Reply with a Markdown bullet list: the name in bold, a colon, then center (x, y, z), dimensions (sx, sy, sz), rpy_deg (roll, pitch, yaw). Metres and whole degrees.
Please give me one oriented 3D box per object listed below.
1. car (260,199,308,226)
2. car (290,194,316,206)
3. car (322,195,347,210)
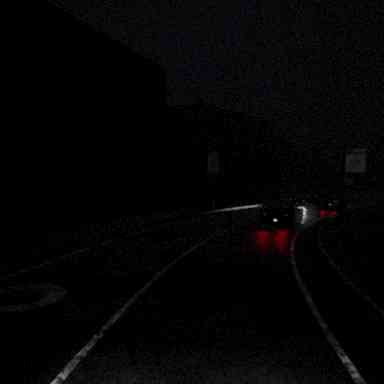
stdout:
- **car**: center (6.032, 1.372, 21.841), dimensions (1.895, 1.301, 4.718), rpy_deg (3, 2, 27)
- **car**: center (13.089, 0.969, 39.236), dimensions (1.895, 1.301, 4.718), rpy_deg (4, 3, 36)
- **car**: center (15.876, 1.069, 36.826), dimensions (2.128, 1.511, 4.902), rpy_deg (4, 3, 35)
